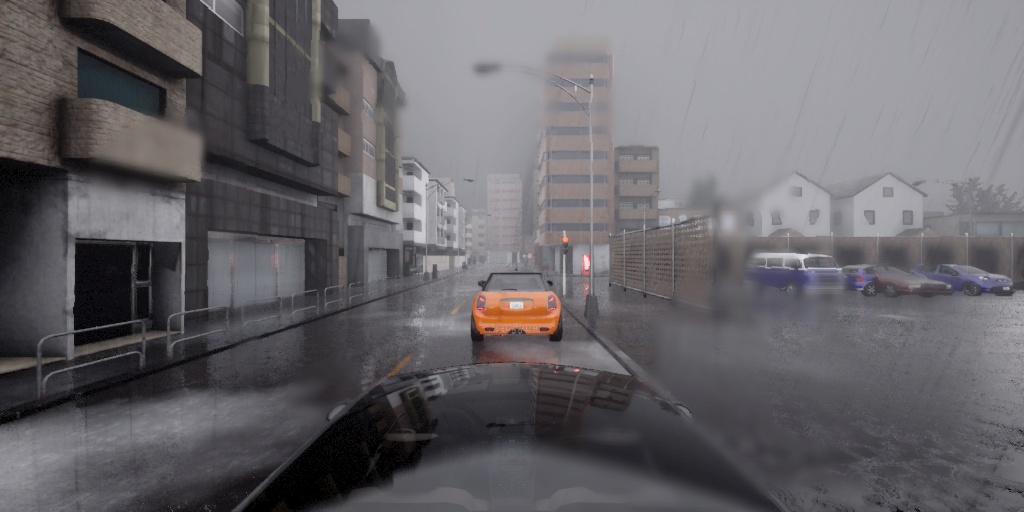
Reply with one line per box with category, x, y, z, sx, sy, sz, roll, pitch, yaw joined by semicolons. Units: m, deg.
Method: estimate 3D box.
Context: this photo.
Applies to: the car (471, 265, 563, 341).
car;0.102;1.102;10.009;2.097;1.767;4.553;0;0;0
